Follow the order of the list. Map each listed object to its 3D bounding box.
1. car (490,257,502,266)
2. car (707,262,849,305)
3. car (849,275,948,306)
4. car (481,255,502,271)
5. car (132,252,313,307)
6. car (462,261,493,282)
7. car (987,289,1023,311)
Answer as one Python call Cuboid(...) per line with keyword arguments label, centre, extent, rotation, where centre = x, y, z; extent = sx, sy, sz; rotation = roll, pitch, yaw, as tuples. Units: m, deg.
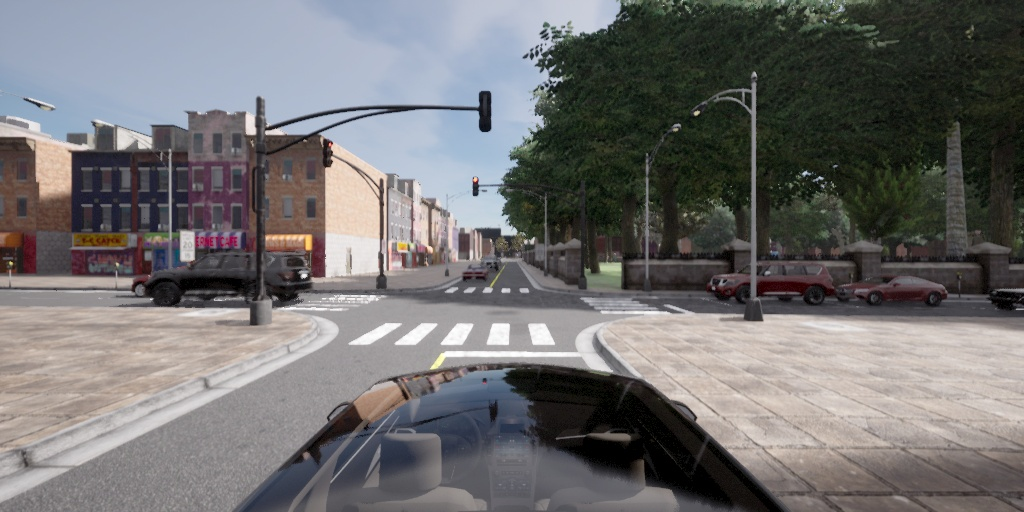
Cuboid(label="car", centre=(-2.756, 0.930, 62.856), extent=(1.994, 1.385, 4.181), rotation=(0, 0, 0))
Cuboid(label="car", centre=(11.711, 1.192, 16.350), extent=(5.009, 1.841, 2.192), rotation=(0, 0, 0))
Cuboid(label="car", centre=(17.159, 1.523, 16.331), extent=(4.207, 1.307, 1.802), rotation=(0, 0, 0))
Cuboid(label="car", centre=(-2.850, 0.918, 47.077), extent=(2.150, 2.045, 5.566), rotation=(0, 0, 0))
Cuboid(label="car", centre=(-10.968, 0.857, 14.196), extent=(5.566, 2.045, 2.150), rotation=(1, 0, -2))
Cuboid(label="car", centre=(-2.849, 1.328, 28.776), extent=(1.895, 1.301, 4.718), rotation=(0, 0, 0))
Cuboid(label="car", centre=(21.648, 1.601, 13.776), extent=(4.718, 1.301, 1.895), rotation=(1, 0, 0))
